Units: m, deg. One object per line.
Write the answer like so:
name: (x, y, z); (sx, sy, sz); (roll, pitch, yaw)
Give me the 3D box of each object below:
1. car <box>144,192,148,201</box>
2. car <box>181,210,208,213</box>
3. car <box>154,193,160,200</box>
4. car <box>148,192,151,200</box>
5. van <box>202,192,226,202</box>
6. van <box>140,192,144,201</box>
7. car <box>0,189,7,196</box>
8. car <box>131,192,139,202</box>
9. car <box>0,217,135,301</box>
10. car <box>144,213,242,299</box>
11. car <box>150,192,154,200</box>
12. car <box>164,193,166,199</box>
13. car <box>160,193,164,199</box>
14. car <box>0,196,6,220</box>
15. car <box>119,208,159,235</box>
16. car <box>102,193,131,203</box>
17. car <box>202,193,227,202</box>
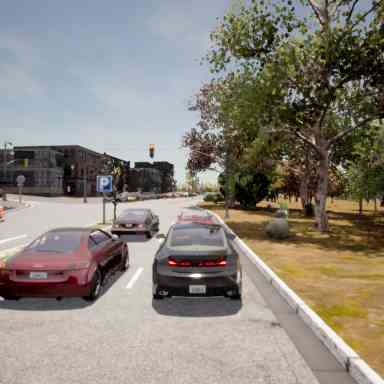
car: (-13.047, 1.320, 74.723); (4.892, 1.521, 2.231); (-1, 0, -14)
car: (0.151, 1.625, 17.716); (1.895, 1.301, 4.718); (0, 0, 0)
car: (-11.492, 1.355, 86.702); (4.674, 1.452, 2.002); (-1, 0, -12)
car: (-12.675, 1.357, 77.718); (4.674, 1.452, 2.002); (-1, 0, -13)
van: (4.254, 1.041, 65.370); (4.442, 1.987, 1.878); (1, 0, -14)
van: (-13.273, 1.091, 71.751); (4.442, 1.987, 1.878); (-1, 0, -14)
car: (-31.189, 0.136, 53.627); (2.002, 1.452, 4.674); (6, -3, -19)
car: (-13.829, 1.314, 65.759); (5.366, 1.575, 1.946); (-1, 0, -15)
car: (-2.905, 1.574, 8.400); (1.994, 1.385, 4.181); (0, 0, 1)
car: (0.105, 1.515, 8.447); (1.837, 1.490, 4.892); (0, 0, 0)
car: (-12.305, 1.357, 80.720); (4.674, 1.452, 2.002); (-1, 0, -13)
car: (-10.623, 1.314, 92.688); (5.008, 1.535, 2.097); (-1, 0, -12)
car: (-11.043, 1.062, 89.709); (5.566, 2.045, 2.435); (-1, 0, -12)
car: (-16.639, 1.403, 24.959); (4.553, 1.767, 2.185); (-1, 0, -19)
car: (-2.852, 1.572, 17.619); (2.033, 1.411, 5.357); (0, 0, 1)
car: (-14.473, 1.357, 62.767); (4.792, 1.488, 2.163); (-1, 0, -15)
car: (4.636, 1.140, 68.339); (4.553, 1.767, 2.185); (1, 0, -14)
